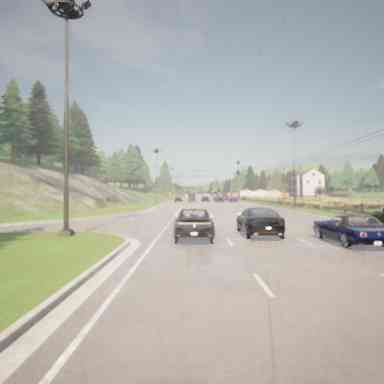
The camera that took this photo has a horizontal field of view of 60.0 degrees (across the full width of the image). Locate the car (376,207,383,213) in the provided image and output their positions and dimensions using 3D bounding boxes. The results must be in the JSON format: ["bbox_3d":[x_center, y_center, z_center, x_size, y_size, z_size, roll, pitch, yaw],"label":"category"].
[{"bbox_3d":[10.600,1.295,15.554,2.150,2.045,5.566,0,0,0],"label":"car"}]

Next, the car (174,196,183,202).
[{"bbox_3d":[-3.494,1.892,84.767,1.837,1.490,4.892,0,0,0],"label":"car"}]

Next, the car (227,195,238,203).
[{"bbox_3d":[10.506,1.868,84.736,1.882,1.535,5.008,0,0,0],"label":"car"}]

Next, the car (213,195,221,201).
[{"bbox_3d":[7.006,1.759,95.157,1.882,1.535,5.008,0,0,0],"label":"car"}]

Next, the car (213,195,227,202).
[{"bbox_3d":[7.006,1.890,84.737,1.837,1.490,4.892,0,0,0],"label":"car"}]

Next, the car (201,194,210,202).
[{"bbox_3d":[3.506,1.890,84.737,1.837,1.490,4.892,0,0,0],"label":"car"}]

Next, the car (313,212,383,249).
[{"bbox_3d":[7.099,1.672,14.901,1.895,1.301,4.718,0,0,0],"label":"car"}]

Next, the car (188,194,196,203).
[{"bbox_3d":[0.006,1.916,84.737,2.128,1.511,4.902,0,0,0],"label":"car"}]

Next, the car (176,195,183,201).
[{"bbox_3d":[-3.494,1.759,95.188,1.882,1.535,5.008,0,0,0],"label":"car"}]

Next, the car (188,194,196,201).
[{"bbox_3d":[0.006,1.507,95.189,2.150,2.045,5.566,0,0,0],"label":"car"}]

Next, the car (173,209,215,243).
[{"bbox_3d":[0.099,1.570,16.510,2.128,1.511,4.902,0,0,0],"label":"car"}]

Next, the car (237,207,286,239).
[{"bbox_3d":[3.600,1.563,18.057,1.882,1.535,5.008,0,0,0],"label":"car"}]

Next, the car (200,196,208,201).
[{"bbox_3d":[3.506,1.806,95.157,2.128,1.511,4.902,0,0,0],"label":"car"}]
